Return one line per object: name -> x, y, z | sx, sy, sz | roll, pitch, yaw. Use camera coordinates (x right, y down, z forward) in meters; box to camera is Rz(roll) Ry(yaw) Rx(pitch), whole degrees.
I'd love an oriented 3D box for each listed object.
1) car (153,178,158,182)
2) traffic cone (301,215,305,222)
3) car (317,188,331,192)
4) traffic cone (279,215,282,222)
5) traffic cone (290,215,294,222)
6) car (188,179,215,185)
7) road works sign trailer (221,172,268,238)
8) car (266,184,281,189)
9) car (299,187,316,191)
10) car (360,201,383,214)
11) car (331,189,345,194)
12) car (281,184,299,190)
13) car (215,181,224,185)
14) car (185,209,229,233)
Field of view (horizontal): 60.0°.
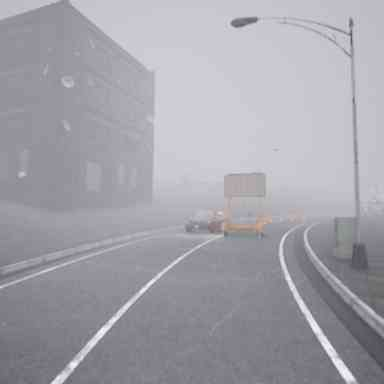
car -> -8.490, -2.267, 60.989 | 4.553, 1.767, 2.185 | 2, -5, -25
traffic cone -> 10.054, 2.369, 30.057 | 0.340, 0.580, 0.340 | -2, -2, 25
car -> 30.883, -0.164, 81.177 | 4.674, 1.452, 2.002 | 3, -6, -31
traffic cone -> 8.243, 2.441, 30.893 | 0.340, 0.580, 0.340 | -2, -2, 25
traffic cone -> 9.149, 2.405, 30.475 | 0.340, 0.580, 0.340 | -2, -2, 25
car -> 1.429, -1.741, 65.579 | 4.892, 1.521, 2.231 | 2, -5, -25
road works sign trailer -> 3.069, 0.685, 19.097 | 2.380, 3.560, 2.880 | -1, -1, 20
car -> 16.339, -1.030, 72.875 | 5.008, 1.535, 2.097 | 3, -6, -27
car -> 26.153, -0.454, 78.347 | 4.792, 1.488, 2.163 | 3, -6, -30
car -> 28.772, 2.439, 53.151 | 5.566, 2.045, 2.150 | 1, -5, -29
car -> 35.468, 0.081, 84.060 | 4.892, 1.521, 2.231 | 4, -6, -32
car -> 21.191, -0.891, 75.516 | 4.553, 1.767, 2.185 | 3, -6, -28
car -> 6.430, -1.526, 67.907 | 4.892, 1.521, 2.231 | 3, -5, -25
car -> 1.124, 1.855, 22.128 | 1.812, 1.442, 4.674 | -2, -2, 22
